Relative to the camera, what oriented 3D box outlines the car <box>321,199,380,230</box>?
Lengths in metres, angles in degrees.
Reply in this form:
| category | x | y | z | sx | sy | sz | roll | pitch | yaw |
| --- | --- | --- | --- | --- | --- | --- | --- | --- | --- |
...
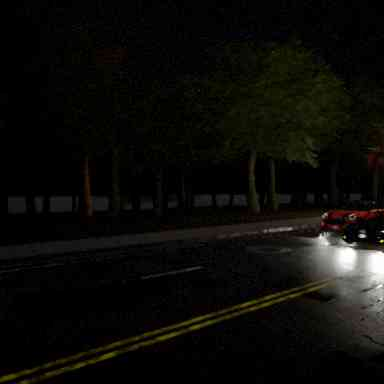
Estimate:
| category | x | y | z | sx | sy | sz | roll | pitch | yaw |
| --- | --- | --- | --- | --- | --- | --- | --- | --- | --- |
| car | 9.475 | 1.311 | 19.324 | 4.553 | 1.767 | 2.097 | 0 | 0 | -38 |

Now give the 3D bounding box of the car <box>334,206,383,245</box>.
| category | x | y | z | sx | sy | sz | roll | pitch | yaw |
| --- | --- | --- | --- | --- | --- | --- | --- | --- | --- |
| car | 8.227 | 1.522 | 14.229 | 4.181 | 1.385 | 1.994 | 0 | 0 | -38 |
